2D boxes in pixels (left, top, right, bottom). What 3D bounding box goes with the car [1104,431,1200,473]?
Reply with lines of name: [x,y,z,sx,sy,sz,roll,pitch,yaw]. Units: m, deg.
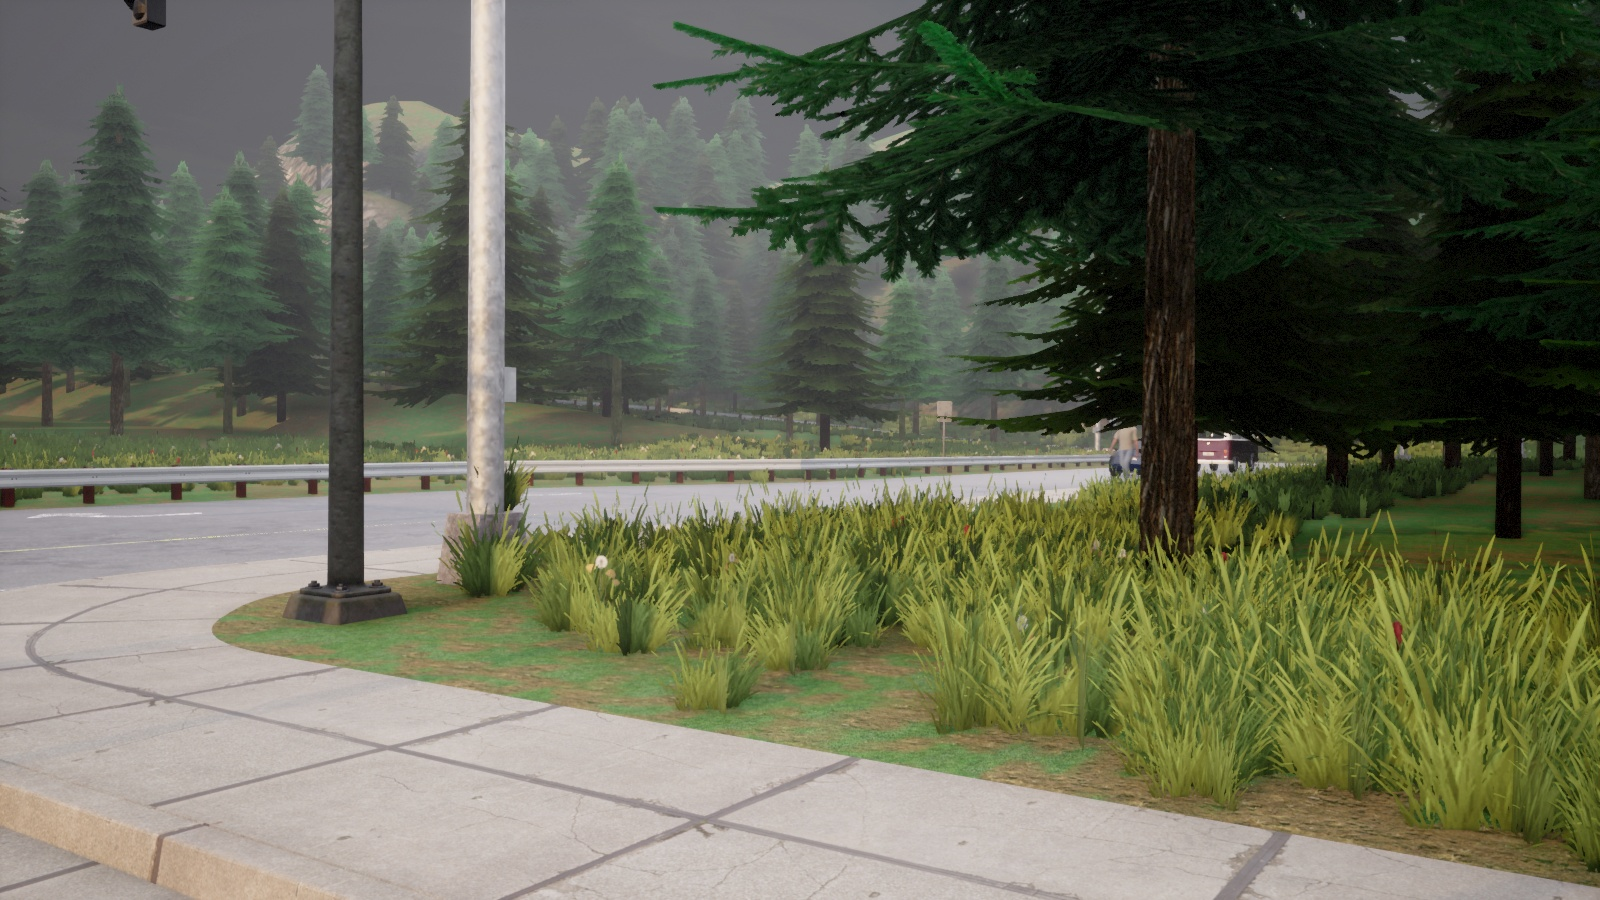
car: [12.544,0.046,44.617,1.994,1.385,4.181,0,1,35]

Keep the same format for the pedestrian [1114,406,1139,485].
pedestrian: [7.774,-0.112,29.901,0.354,1.836,0.706,0,1,36]

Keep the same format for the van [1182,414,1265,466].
van: [17.456,-0.436,51.694,2.069,2.038,4.480,0,1,35]
